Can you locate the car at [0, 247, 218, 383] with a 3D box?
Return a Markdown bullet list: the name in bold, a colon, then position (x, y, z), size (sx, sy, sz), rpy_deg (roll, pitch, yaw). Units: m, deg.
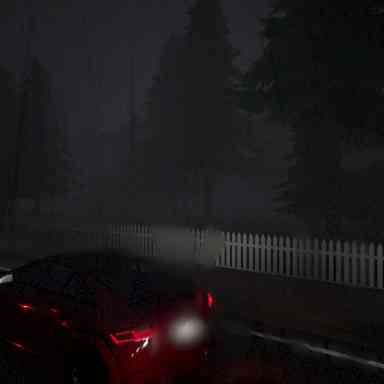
- **car**: position (-1.709, 1.564, 4.996), size (4.181, 1.385, 1.994), rpy_deg (0, 0, 35)
